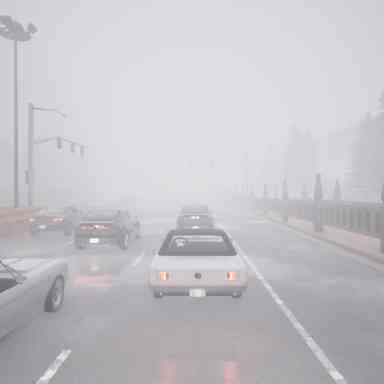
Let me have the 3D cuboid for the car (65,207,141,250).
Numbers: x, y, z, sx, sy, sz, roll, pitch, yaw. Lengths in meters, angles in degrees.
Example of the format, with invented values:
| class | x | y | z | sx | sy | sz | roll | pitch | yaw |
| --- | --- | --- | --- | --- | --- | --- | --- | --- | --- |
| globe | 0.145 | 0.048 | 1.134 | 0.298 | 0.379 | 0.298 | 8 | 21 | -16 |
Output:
| class | x | y | z | sx | sy | sz | roll | pitch | yaw |
| --- | --- | --- | --- | --- | --- | --- | --- | --- | --- |
| car | -3.349 | 1.413 | 13.860 | 1.837 | 1.490 | 4.892 | 0 | 0 | 0 |

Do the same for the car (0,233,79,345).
| class | x | y | z | sx | sy | sz | roll | pitch | yaw |
| --- | --- | --- | --- | --- | --- | --- | --- | --- | --- |
| car | -3.389 | 1.576 | 4.634 | 1.895 | 1.301 | 4.718 | 0 | 0 | 0 |

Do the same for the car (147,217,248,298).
| class | x | y | z | sx | sy | sz | roll | pitch | yaw |
| --- | --- | --- | --- | --- | --- | --- | --- | --- | --- |
| car | 0.123 | 1.550 | 8.326 | 1.895 | 1.301 | 4.718 | 0 | 0 | 0 |

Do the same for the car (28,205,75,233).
| class | x | y | z | sx | sy | sz | roll | pitch | yaw |
| --- | --- | --- | --- | --- | --- | --- | --- | --- | --- |
| car | -6.858 | 1.407 | 17.487 | 1.812 | 1.442 | 4.674 | 0 | 0 | -1 |

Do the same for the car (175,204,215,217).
| class | x | y | z | sx | sy | sz | roll | pitch | yaw |
| --- | --- | --- | --- | --- | --- | --- | --- | --- | --- |
| car | 0.171 | 1.386 | 17.586 | 1.837 | 1.490 | 4.892 | 0 | 0 | 0 |
